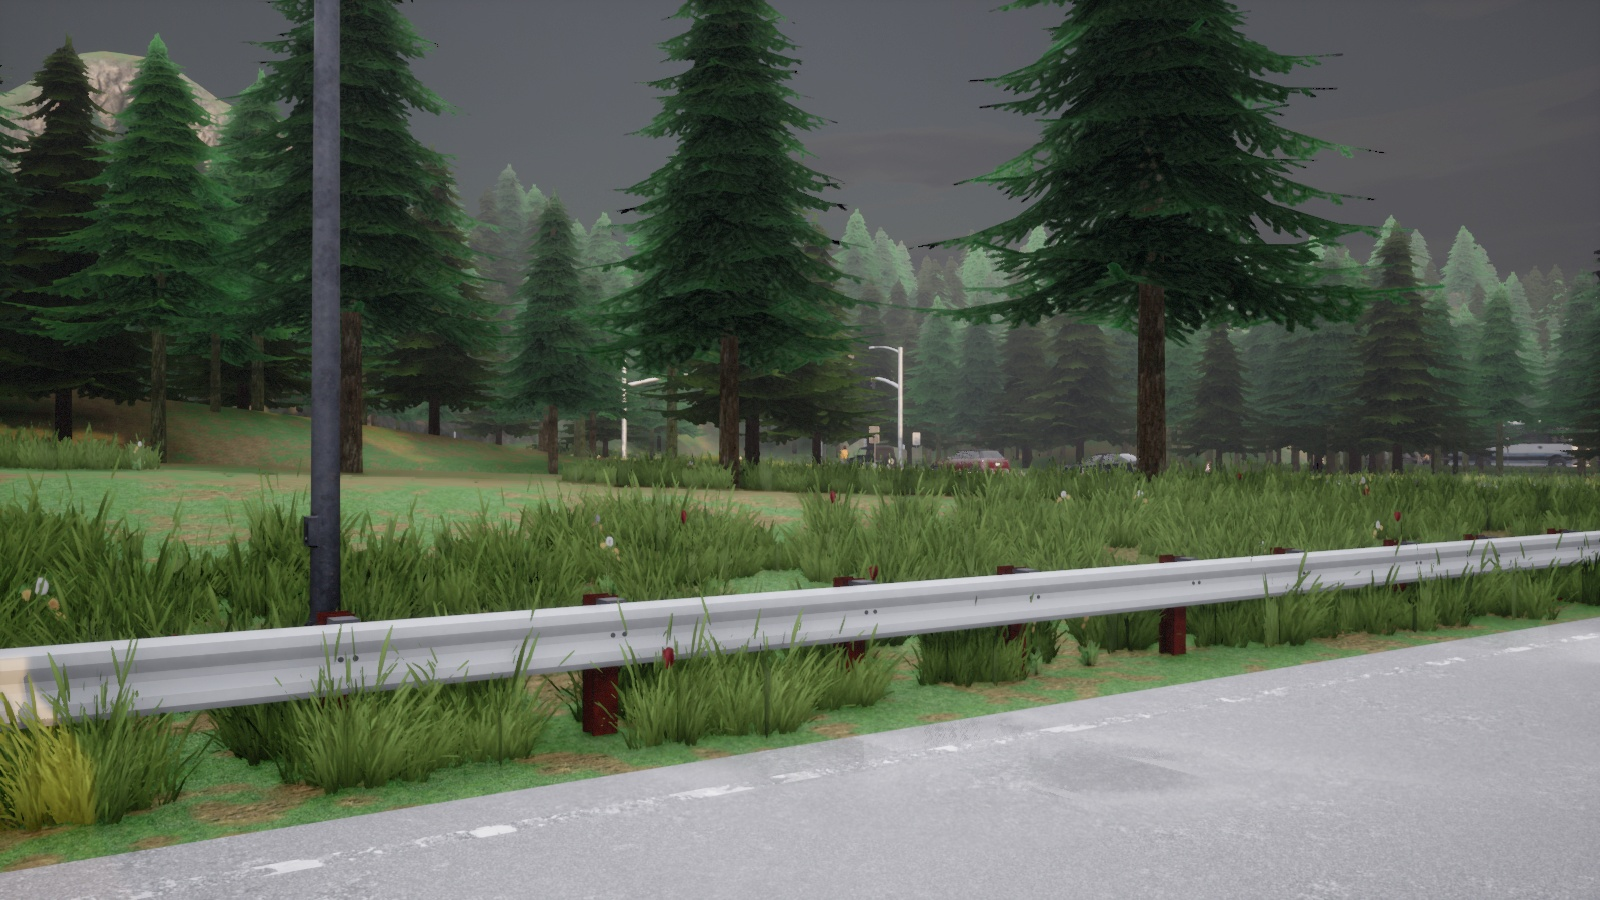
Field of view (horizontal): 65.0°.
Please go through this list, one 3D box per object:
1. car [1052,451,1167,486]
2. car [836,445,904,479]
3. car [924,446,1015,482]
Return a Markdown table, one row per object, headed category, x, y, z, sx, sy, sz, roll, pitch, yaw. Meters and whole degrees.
| category | x | y | z | sx | sy | sz | roll | pitch | yaw |
| --- | --- | --- | --- | --- | --- | --- | --- | --- | --- |
| car | 13.840 | 0.798 | 56.477 | 1.882 | 1.535 | 5.008 | 0 | 0 | -35 |
| car | 3.928 | 0.673 | 71.152 | 1.905 | 1.878 | 3.866 | 0 | 0 | -34 |
| car | 8.616 | 0.709 | 64.120 | 2.097 | 1.767 | 4.553 | 0 | 0 | -34 |
